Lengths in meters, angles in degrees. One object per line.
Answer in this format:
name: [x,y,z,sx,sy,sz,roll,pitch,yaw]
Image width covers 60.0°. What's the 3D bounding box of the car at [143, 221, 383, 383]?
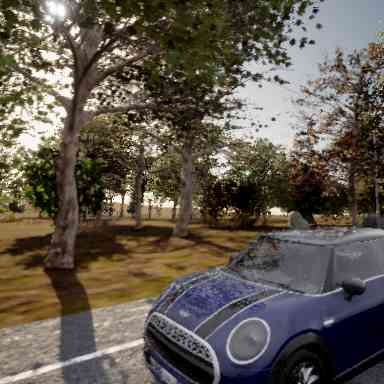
car: [1.602,1.361,4.772,4.553,1.767,2.097,0,0,-35]
